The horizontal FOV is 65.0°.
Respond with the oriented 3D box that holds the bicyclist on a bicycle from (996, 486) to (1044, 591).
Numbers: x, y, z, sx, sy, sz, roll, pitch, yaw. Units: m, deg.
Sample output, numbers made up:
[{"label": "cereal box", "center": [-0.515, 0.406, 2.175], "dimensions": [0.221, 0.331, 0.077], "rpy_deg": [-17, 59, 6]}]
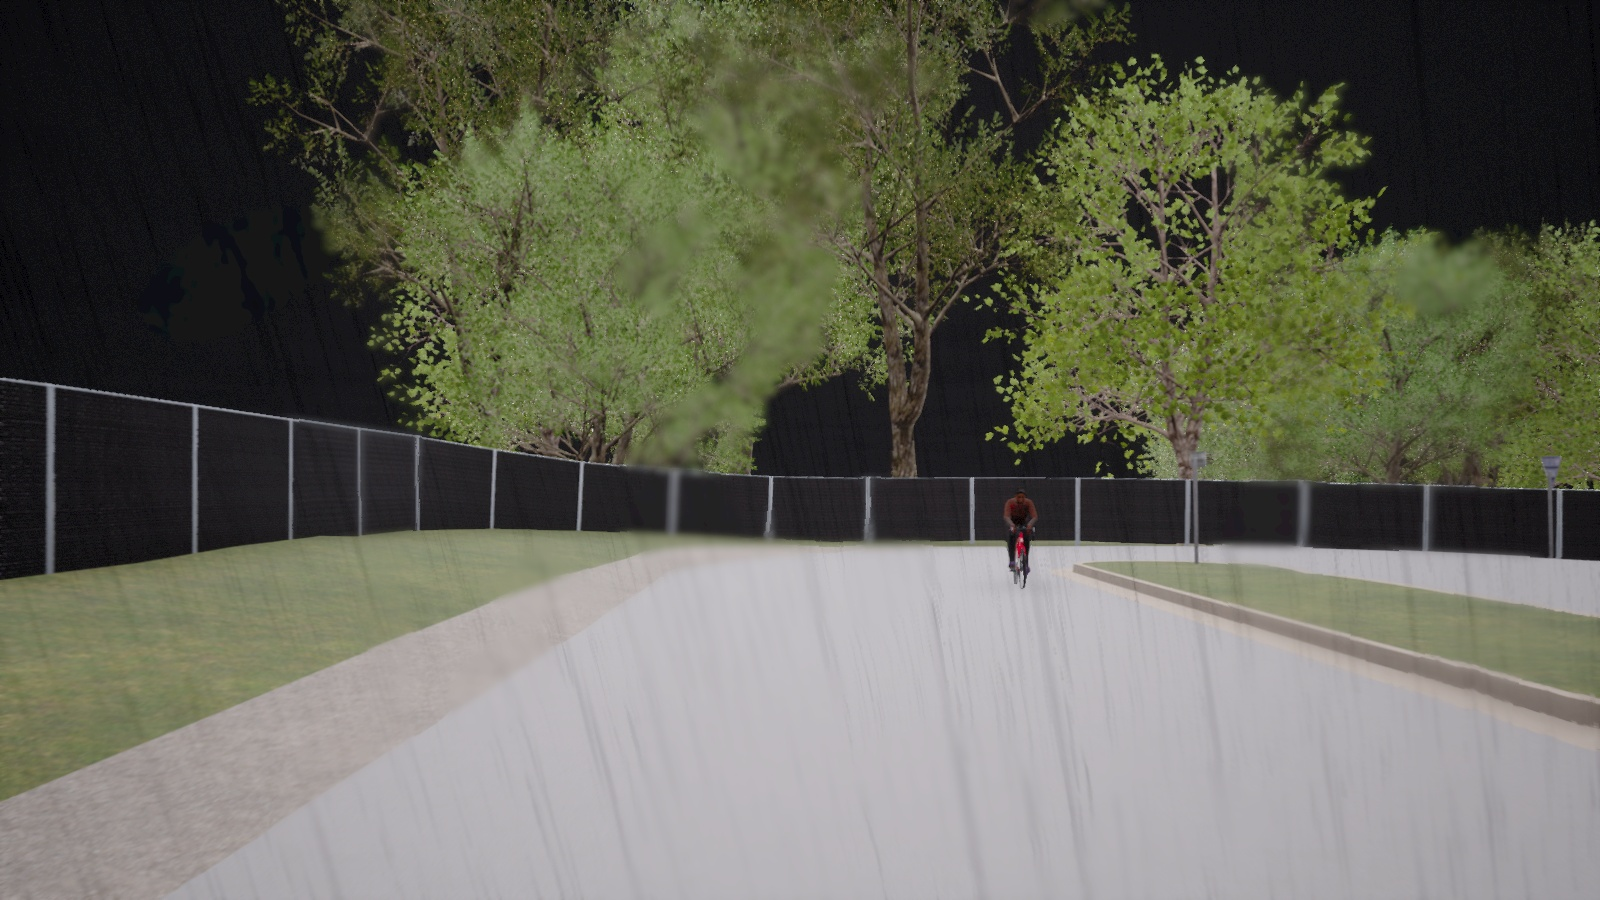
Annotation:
[{"label": "bicyclist on a bicycle", "center": [3.556, 1.404, 20.374], "dimensions": [0.582, 1.620, 1.656], "rpy_deg": [0, -2, 4]}]
